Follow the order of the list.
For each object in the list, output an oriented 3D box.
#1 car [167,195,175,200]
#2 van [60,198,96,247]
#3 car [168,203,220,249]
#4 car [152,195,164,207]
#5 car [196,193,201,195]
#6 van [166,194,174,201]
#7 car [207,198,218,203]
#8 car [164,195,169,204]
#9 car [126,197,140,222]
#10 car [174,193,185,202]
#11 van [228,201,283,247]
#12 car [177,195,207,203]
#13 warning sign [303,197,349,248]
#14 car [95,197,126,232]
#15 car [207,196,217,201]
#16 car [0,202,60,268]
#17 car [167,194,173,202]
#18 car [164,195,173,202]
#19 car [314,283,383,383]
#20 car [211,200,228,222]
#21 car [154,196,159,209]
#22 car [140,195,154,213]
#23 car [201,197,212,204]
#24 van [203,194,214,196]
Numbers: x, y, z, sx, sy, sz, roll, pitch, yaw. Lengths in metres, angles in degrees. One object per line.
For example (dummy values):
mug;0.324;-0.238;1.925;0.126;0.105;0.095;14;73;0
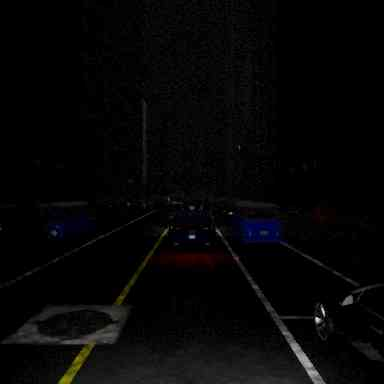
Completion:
car;-5.762;1.515;93.176;1.967;1.590;4.097;0;0;0
van;-5.761;1.343;14.642;1.690;1.788;3.998;0;0;0
car;0.000;1.488;14.650;1.882;1.535;5.008;0;0;0
car;-5.761;1.337;48.300;2.192;1.841;5.009;0;0;0
car;2.764;1.374;81.969;2.192;1.841;5.009;0;0;0
van;-5.762;1.408;87.566;1.690;1.788;3.998;0;0;0
car;2.764;1.576;31.487;1.947;1.339;4.313;0;0;0
car;-5.761;1.597;59.519;1.947;1.339;4.313;0;0;0
car;-5.761;1.322;25.861;2.192;1.841;5.009;0;0;0
car;-3.000;1.507;76.730;1.837;1.490;4.892;0;0;0
van;2.765;1.343;14.660;1.690;1.788;3.998;0;0;0
car;0.000;1.376;29.621;2.097;1.767;4.553;0;0;0
warning sign;5.066;1.117;12.650;1.300;1.860;1.060;0;0;0
car;-5.761;1.319;20.253;2.192;1.841;5.009;0;0;0
car;2.764;1.562;42.706;1.887;1.381;4.507;0;0;0
car;-5.760;1.316;9.034;2.192;1.841;5.009;0;0;0
car;-5.761;1.595;70.738;2.008;1.369;4.403;0;0;0
car;-5.762;1.584;81.787;1.752;1.417;4.829;0;0;0
car;2.764;1.566;3.442;1.947;1.339;4.313;0;0;0
car;2.764;1.573;25.878;1.947;1.339;4.313;0;0;0
car;-5.761;1.568;42.691;2.008;1.369;4.403;0;0;0
car;-5.761;1.454;37.081;1.967;1.590;4.097;0;0;0
car;2.764;1.603;65.142;1.947;1.339;4.313;0;0;0
van;2.764;1.363;48.315;1.690;1.788;3.998;0;0;0
